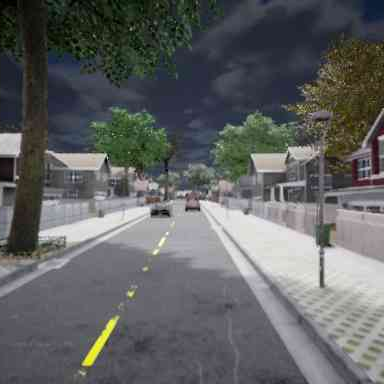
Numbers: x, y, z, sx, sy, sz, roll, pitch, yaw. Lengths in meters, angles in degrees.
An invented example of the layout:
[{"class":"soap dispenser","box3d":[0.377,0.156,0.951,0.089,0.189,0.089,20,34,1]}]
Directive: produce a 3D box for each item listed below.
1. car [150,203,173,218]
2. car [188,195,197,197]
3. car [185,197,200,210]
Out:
[{"class":"car","box3d":[-2.842,1.683,31.508,1.895,1.301,4.718,0,0,0]},{"class":"car","box3d":[0.107,1.505,63.623,2.150,2.045,5.566,0,0,0]},{"class":"car","box3d":[0.105,1.710,44.183,1.994,1.385,4.181,0,0,0]}]
